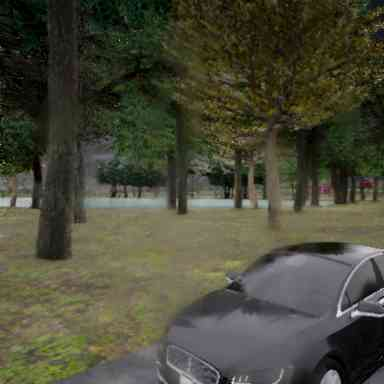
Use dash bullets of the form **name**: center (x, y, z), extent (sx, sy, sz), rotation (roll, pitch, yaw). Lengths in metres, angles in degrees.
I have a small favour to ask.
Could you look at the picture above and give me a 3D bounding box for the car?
- **car**: center (1.780, 1.543, 4.712), extent (4.892, 1.490, 1.837), rotation (0, -1, -41)
